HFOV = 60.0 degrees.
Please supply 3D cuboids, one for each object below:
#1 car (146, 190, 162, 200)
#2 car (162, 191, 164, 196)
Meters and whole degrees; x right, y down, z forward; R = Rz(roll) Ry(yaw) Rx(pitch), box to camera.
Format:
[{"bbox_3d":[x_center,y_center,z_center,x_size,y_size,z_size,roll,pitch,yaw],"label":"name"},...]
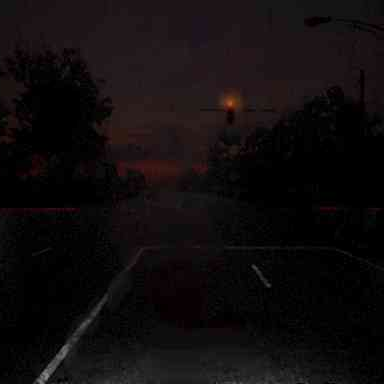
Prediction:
[{"bbox_3d":[-7.072,0.684,59.821,2.033,1.411,5.357,0,1,-1],"label":"car"},{"bbox_3d":[-8.025,0.214,81.972,1.812,1.442,4.674,0,1,-4],"label":"car"}]
